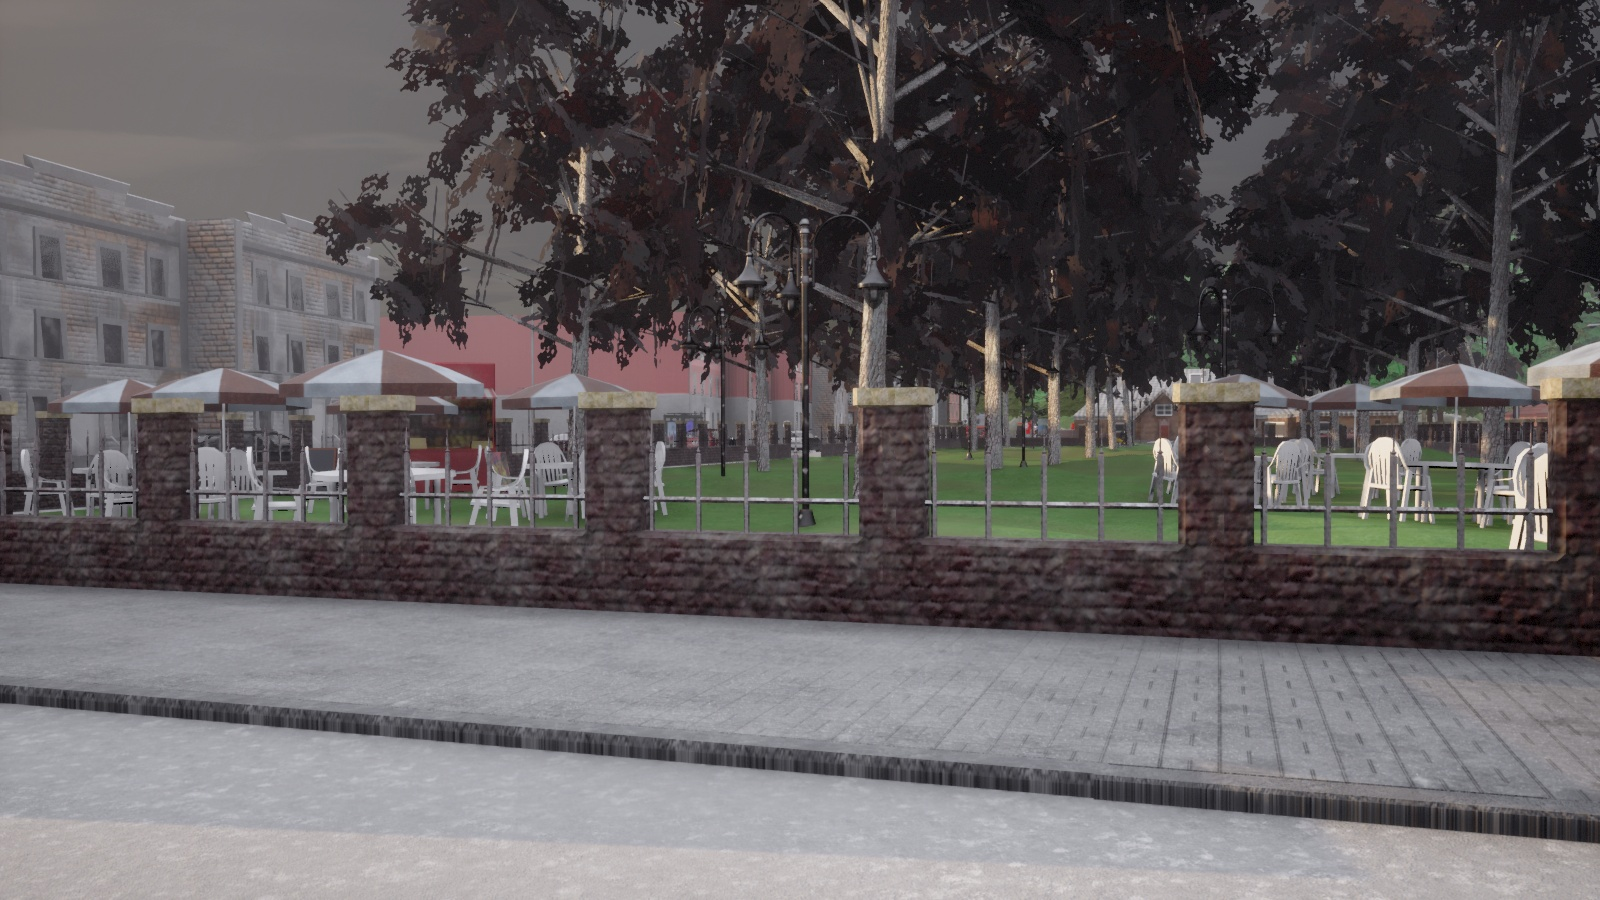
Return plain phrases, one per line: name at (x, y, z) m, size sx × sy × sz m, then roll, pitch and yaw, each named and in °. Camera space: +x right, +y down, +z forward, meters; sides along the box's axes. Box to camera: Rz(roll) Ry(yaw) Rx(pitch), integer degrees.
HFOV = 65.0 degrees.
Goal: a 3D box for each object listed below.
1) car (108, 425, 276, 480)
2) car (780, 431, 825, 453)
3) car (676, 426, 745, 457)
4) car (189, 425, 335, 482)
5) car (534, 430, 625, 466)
car at (-19.383, 0.038, 40.309) m, size 2.033 × 1.649 × 4.856 m, roll 1°, pitch 1°, yaw 18°
car at (0.200, -0.592, 86.456) m, size 1.970 × 1.475 × 3.806 m, roll 1°, pitch 1°, yaw 19°
car at (-5.013, -0.482, 70.840) m, size 2.242 × 1.667 × 4.611 m, roll 1°, pitch 1°, yaw 19°
car at (-16.043, 0.061, 37.678) m, size 1.851 × 1.617 × 3.988 m, roll 1°, pitch 1°, yaw 18°
car at (-9.826, -0.136, 56.394) m, size 1.882 × 1.535 × 5.008 m, roll 1°, pitch 1°, yaw 18°
